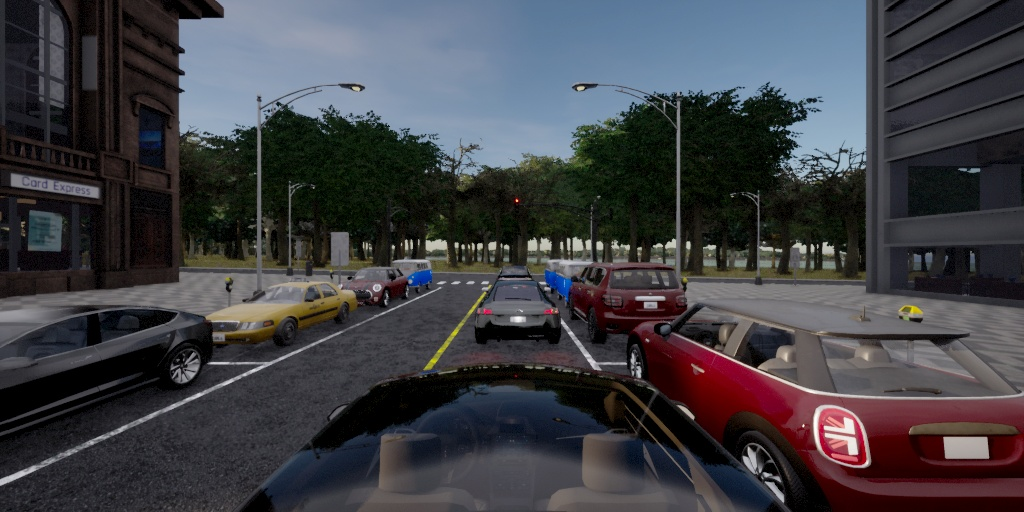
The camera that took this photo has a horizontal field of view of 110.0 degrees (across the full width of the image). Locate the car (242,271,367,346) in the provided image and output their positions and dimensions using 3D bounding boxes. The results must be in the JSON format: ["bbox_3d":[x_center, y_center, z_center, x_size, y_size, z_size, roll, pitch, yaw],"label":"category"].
[{"bbox_3d":[-5.747,1.276,9.406,1.751,1.417,4.829,0,0,0],"label":"car"}]

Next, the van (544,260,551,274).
[{"bbox_3d":[2.802,1.092,20.433,1.690,1.789,3.998,0,0,0],"label":"van"}]

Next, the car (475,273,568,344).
[{"bbox_3d":[0.121,1.314,9.607,1.994,1.385,4.181,0,0,0],"label":"car"}]

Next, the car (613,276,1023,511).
[{"bbox_3d":[2.767,1.190,4.120,1.967,1.591,4.097,0,0,0],"label":"car"}]

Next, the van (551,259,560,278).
[{"bbox_3d":[2.790,1.092,14.995,1.690,1.789,3.998,0,0,0],"label":"van"}]

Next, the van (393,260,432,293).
[{"bbox_3d":[-5.723,1.092,20.451,1.690,1.789,3.998,0,0,0],"label":"van"}]

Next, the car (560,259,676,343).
[{"bbox_3d":[2.779,1.065,9.558,2.192,1.841,5.009,0,0,0],"label":"car"}]

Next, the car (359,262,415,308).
[{"bbox_3d":[-5.735,1.191,15.013,1.967,1.591,4.097,0,0,0],"label":"car"}]

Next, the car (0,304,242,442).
[{"bbox_3d":[-5.758,1.316,4.138,1.948,1.339,4.313,0,0,0],"label":"car"}]

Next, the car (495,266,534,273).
[{"bbox_3d":[0.136,1.243,18.488,2.128,1.511,4.902,0,0,0],"label":"car"}]
